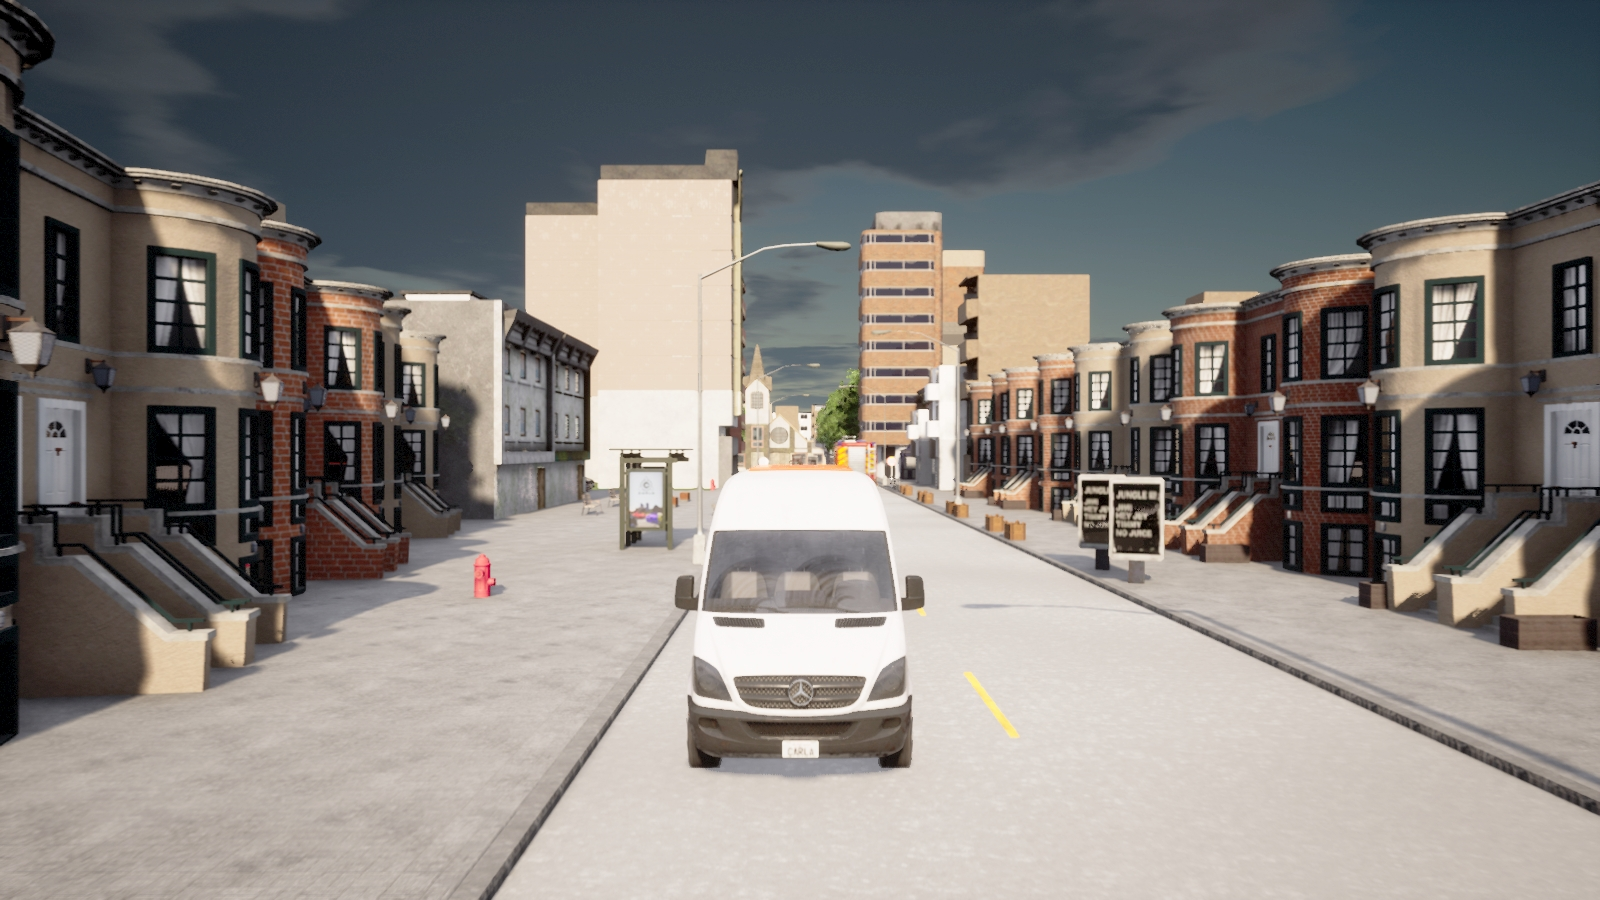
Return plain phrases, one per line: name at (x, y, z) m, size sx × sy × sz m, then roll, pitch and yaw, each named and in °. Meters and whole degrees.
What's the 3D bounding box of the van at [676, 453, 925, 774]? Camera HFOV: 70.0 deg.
van at (0.005, 1.315, 12.103) m, size 1.988 × 2.561 × 5.915 m, roll 0°, pitch 0°, yaw 0°
